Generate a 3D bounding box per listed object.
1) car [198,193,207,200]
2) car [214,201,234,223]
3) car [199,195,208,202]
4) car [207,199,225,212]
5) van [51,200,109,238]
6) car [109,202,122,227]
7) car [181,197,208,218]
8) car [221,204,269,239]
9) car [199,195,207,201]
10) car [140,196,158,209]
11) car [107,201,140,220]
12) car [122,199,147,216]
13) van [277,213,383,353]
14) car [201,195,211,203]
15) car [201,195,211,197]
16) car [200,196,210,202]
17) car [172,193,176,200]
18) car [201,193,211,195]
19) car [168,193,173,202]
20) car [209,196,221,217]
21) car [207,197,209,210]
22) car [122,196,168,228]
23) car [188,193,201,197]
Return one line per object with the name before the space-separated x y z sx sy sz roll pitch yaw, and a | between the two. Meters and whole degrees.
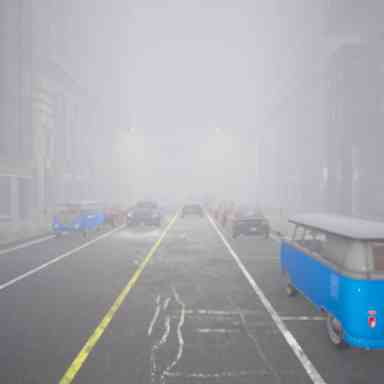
car | 2.772 1.291 89.997 2.192 1.841 5.009 0 0 0
car | 2.763 1.537 22.775 1.887 1.381 4.507 0 0 0
car | 2.771 1.529 78.793 2.008 1.369 4.403 0 0 0
car | 2.766 1.569 39.581 1.802 1.307 4.206 0 0 0
van | -5.763 1.335 17.166 1.690 1.788 3.998 0 0 0
car | -5.762 1.537 22.768 1.887 1.381 4.507 0 0 0
car | 0.050 1.482 30.084 2.128 1.511 4.902 0 0 1
car | 2.763 1.539 17.173 1.887 1.381 4.507 0 0 0
car | 2.772 1.502 84.564 1.752 1.417 4.829 0 0 0
car | -5.759 1.425 45.177 1.967 1.590 4.097 0 0 0
car | -5.761 1.535 28.369 1.887 1.381 4.507 0 0 0
car | -5.760 1.514 33.802 1.752 1.417 4.829 0 0 0
van | 2.761 1.339 5.969 1.690 1.788 3.998 0 0 0
car | 2.769 1.420 67.589 1.967 1.590 4.097 0 0 0
car | 2.767 1.528 50.784 1.887 1.381 4.507 0 0 0
car | 2.770 1.545 73.191 1.947 1.339 4.313 0 0 0
car | -5.753 1.528 84.391 2.008 1.369 4.403 0 0 0
car | 2.768 1.296 61.988 2.192 1.841 5.009 0 0 0
car | -5.755 1.523 73.187 1.887 1.381 4.507 0 0 0
car | 2.764 1.430 28.377 1.967 1.590 4.097 0 0 0
car | 2.765 1.514 34.149 1.752 1.417 4.829 0 0 0
car | -2.997 1.343 22.204 2.097 1.767 4.553 0 0 0
car | 0.013 1.397 56.925 2.033 1.649 4.856 0 0 0
